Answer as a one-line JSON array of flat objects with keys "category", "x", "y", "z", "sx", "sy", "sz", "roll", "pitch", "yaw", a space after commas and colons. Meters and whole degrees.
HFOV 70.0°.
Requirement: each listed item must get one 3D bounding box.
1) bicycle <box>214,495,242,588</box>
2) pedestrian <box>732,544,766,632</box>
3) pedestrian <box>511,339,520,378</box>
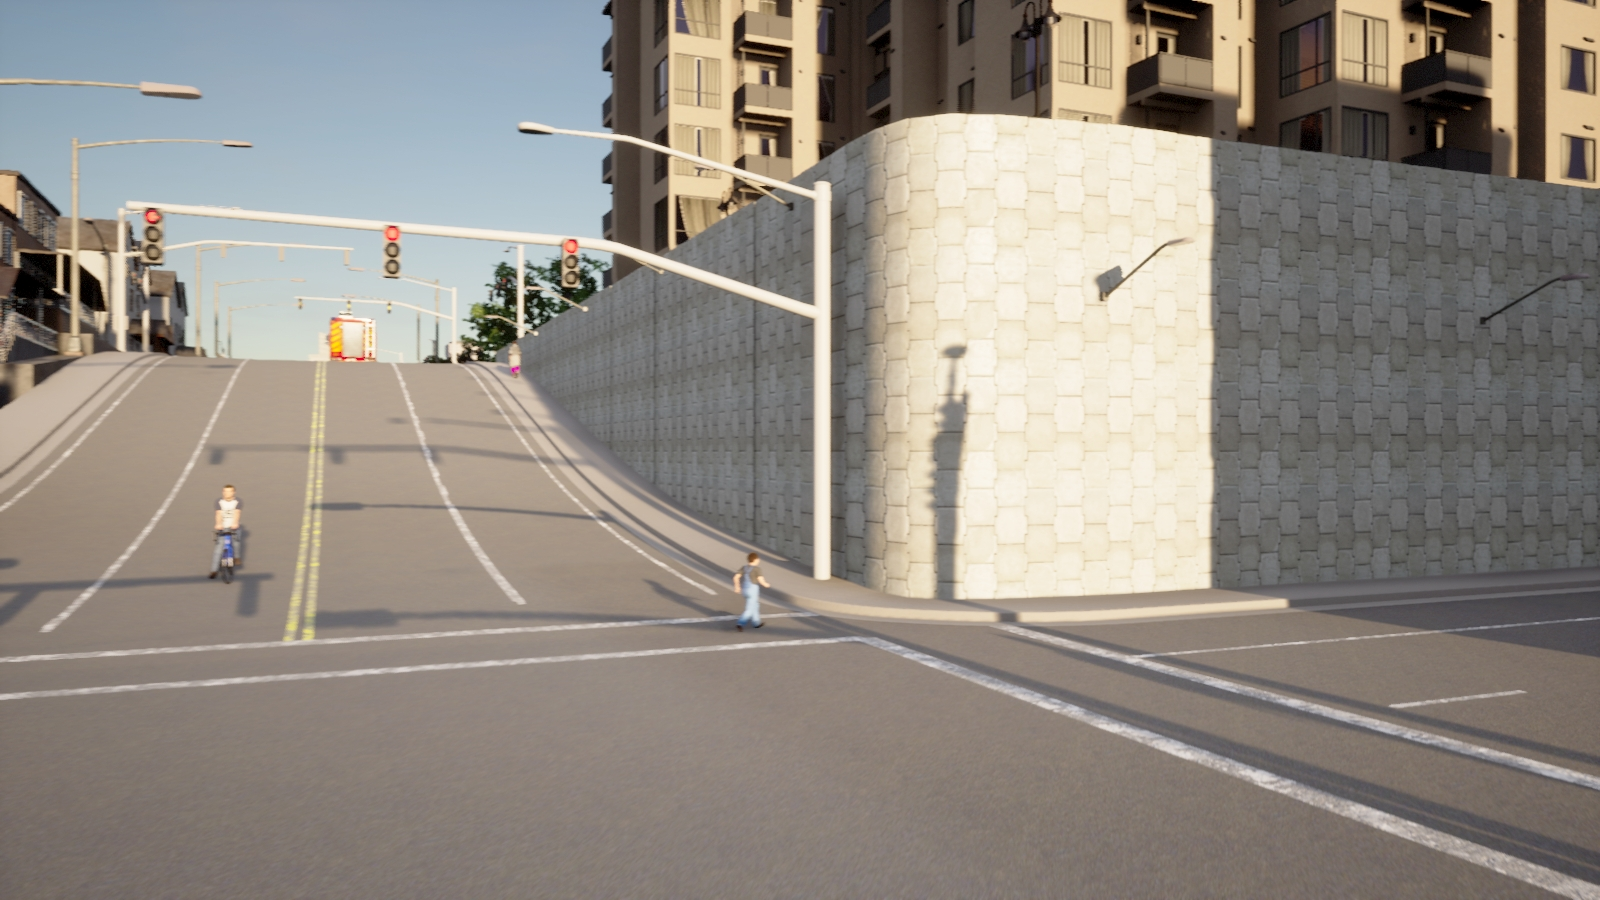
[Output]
[{"category": "bicycle", "x": -10.878, "y": 1.704, "z": 21.753, "sx": 0.373, "sy": 1.521, "sz": 1.643, "roll": 0, "pitch": 4, "yaw": -23}, {"category": "pedestrian", "x": -0.794, "y": 2.134, "z": 17.756, "sx": 0.375, "sy": 1.300, "sz": 0.375, "roll": 0, "pitch": 0, "yaw": -44}, {"category": "pedestrian", "x": -13.933, "y": -4.477, "z": 55.891, "sx": 0.375, "sy": 1.860, "sz": 0.375, "roll": 0, "pitch": 0, "yaw": -22}]
